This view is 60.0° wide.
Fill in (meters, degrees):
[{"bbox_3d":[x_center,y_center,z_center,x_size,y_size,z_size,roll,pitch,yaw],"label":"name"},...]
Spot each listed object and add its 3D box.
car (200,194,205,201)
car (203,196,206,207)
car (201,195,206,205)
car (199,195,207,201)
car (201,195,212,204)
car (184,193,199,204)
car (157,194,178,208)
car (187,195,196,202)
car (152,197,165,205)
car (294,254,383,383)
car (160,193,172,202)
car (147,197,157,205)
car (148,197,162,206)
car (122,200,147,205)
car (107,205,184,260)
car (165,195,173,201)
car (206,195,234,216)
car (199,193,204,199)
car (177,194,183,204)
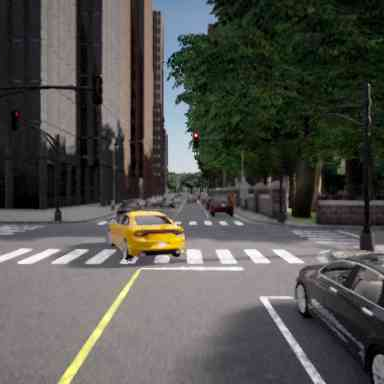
[{"bbox_3d":[2.709,1.476,53.108,2.008,1.369,4.403,0,0,0],"label":"car"},{"bbox_3d":[2.720,1.502,42.195,1.947,1.339,4.313,0,0,0],"label":"car"},{"bbox_3d":[2.715,1.481,47.651,2.008,1.369,4.403,0,0,0],"label":"car"},{"bbox_3d":[2.681,1.428,80.560,1.752,1.417,4.829,0,0,0],"label":"car"},{"bbox_3d":[2.698,1.356,64.021,1.967,1.590,4.097,0,0,0],"label":"car"},{"bbox_3d":[-0.007,1.408,61.834,2.128,1.511,4.902,0,0,0],"label":"car"},{"bbox_3d":[-3.135,1.439,43.472,1.837,1.490,4.892,0,0,0],"label":"car"},{"bbox_3d":[-0.072,1.384,71.814,1.994,1.385,4.181,0,0,0],"label":"car"},{"bbox_3d":[-5.822,1.503,58.549,1.802,1.307,4.206,0,0,0],"label":"car"},{"bbox_3d":[2.759,1.541,4.617,2.008,1.369,4.403,0,0,0],"label":"car"},{"bbox_3d":[-5.838,1.221,74.920,2.192,1.841,5.009,0,0,0],"label":"car"},{"bbox_3d":[-5.810,1.482,47.635,2.008,1.369,4.403,0,0,0],"label":"car"},{"bbox_3d":[-5.816,1.508,53.092,1.802,1.307,4.206,0,0,0],"label":"car"},{"bbox_3d":[-5.793,1.513,31.264,1.947,1.339,4.313,0,0,0],"label":"car"},{"bbox_3d":[-1.908,1.464,12.573,1.882,1.535,5.008,0,0,-23],"label":"car"},{"bbox_3d":[-5.850,1.445,85.834,1.887,1.381,4.507,0,0,0],"label":"car"},{"bbox_3d":[2.732,1.262,31.282,2.192,1.841,5.009,0,0,0],"label":"car"},{"bbox_3d":[2.704,1.361,58.564,1.967,1.590,4.097,0,0,0],"label":"car"},{"bbox_3d":[-3.088,1.519,61.497,1.895,1.301,4.718,0,0,0],"label":"car"}]
